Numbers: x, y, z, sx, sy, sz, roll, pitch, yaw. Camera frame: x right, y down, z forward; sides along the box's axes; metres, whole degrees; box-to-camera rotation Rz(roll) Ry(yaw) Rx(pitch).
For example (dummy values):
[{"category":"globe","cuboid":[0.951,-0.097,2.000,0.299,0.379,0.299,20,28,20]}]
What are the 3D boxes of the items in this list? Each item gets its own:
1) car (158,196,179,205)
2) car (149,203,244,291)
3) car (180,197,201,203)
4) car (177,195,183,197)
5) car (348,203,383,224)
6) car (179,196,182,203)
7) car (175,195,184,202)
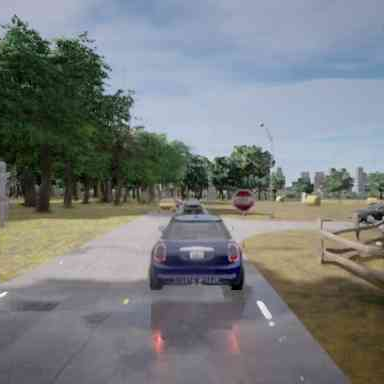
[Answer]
[{"category":"car","cuboid":[-2.833,1.518,38.362,1.882,1.535,5.008,0,0,0]},{"category":"car","cuboid":[0.103,1.350,9.167,2.097,1.767,4.553,0,0,0]},{"category":"car","cuboid":[0.113,1.524,32.238,1.837,1.490,4.892,0,0,0]},{"category":"car","cuboid":[-2.767,1.507,58.513,2.097,1.767,4.553,0,0,1]},{"category":"car","cuboid":[14.194,1.569,24.676,4.892,1.490,1.837,0,-2,0]},{"category":"car","cuboid":[-2.827,1.654,48.264,1.994,1.385,4.181,0,0,-1]},{"category":"car","cuboid":[-2.730,1.383,73.660,1.837,1.490,4.892,0,-1,0]}]
